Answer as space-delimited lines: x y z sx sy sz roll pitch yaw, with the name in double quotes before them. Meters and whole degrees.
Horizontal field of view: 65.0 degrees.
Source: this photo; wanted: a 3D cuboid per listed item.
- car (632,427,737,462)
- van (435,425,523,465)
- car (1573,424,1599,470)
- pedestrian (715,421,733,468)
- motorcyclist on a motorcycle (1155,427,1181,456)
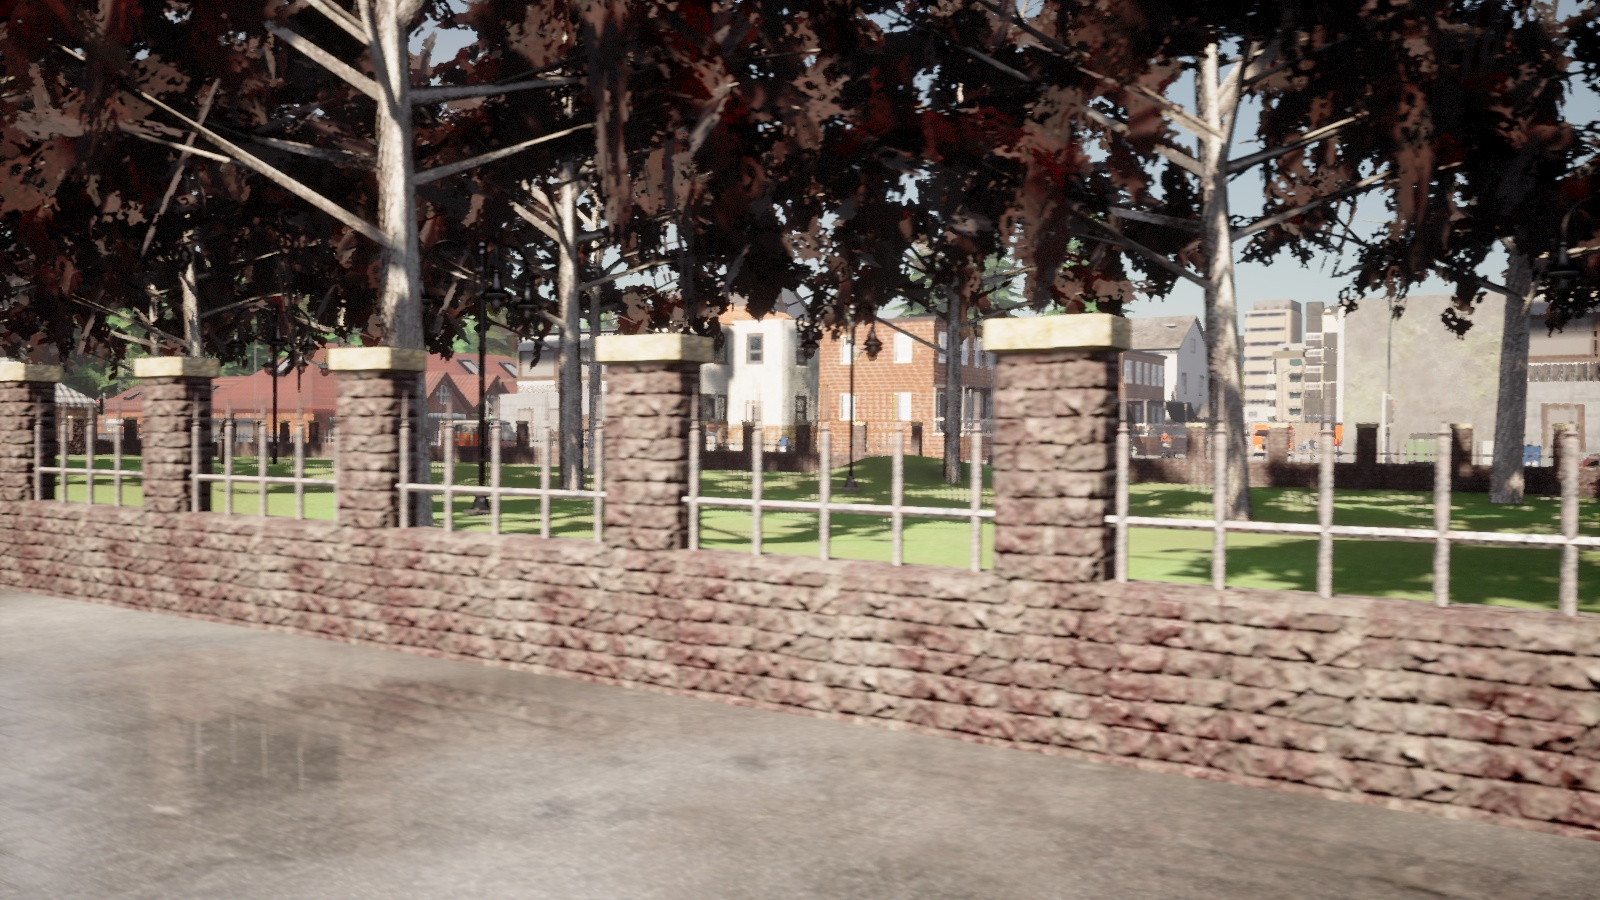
"car" -5.762 -0.289 62.339 5.027 1.651 2.152 0 1 37
"van" -16.586 -0.250 64.801 4.442 1.987 1.775 0 1 32
"car" 27.213 -0.103 40.496 3.806 1.475 1.970 0 1 34
"pedestrian" -3.002 -0.207 49.437 0.634 1.846 0.331 0 1 34
"motorcyclist on a motorcycle" 21.493 -0.514 73.268 0.766 1.649 2.350 0 1 34
